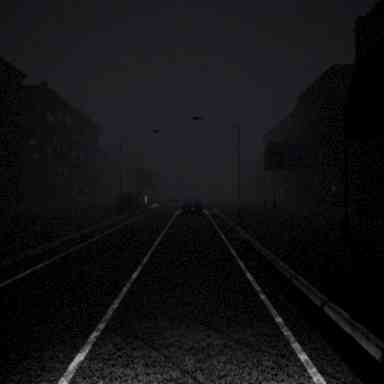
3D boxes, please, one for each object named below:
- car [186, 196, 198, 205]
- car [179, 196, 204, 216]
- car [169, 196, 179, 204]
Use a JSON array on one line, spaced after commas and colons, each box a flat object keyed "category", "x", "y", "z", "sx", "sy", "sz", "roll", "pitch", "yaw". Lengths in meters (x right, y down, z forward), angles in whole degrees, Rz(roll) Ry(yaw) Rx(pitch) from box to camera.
[{"category": "car", "x": -0.027, "y": 1.334, "z": 53.676, "sx": 1.812, "sy": 1.442, "sz": 4.674, "roll": 0, "pitch": 0, "yaw": 0}, {"category": "car", "x": 0.055, "y": 1.317, "z": 31.024, "sx": 1.882, "sy": 1.535, "sz": 5.008, "roll": 0, "pitch": 1, "yaw": 0}, {"category": "car", "x": -3.061, "y": 1.395, "z": 58.638, "sx": 1.895, "sy": 1.301, "sz": 4.718, "roll": 1, "pitch": 0, "yaw": 0}]
